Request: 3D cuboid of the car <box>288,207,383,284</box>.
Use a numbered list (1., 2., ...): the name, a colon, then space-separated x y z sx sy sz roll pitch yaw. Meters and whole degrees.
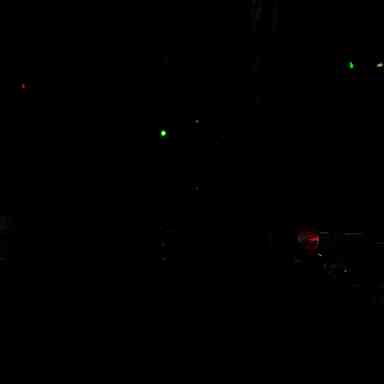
1. car: 5.013 1.288 8.836 4.553 1.767 2.097 0 -1 1
